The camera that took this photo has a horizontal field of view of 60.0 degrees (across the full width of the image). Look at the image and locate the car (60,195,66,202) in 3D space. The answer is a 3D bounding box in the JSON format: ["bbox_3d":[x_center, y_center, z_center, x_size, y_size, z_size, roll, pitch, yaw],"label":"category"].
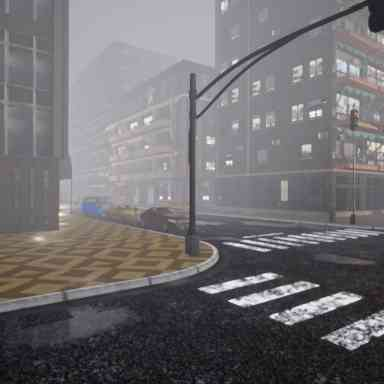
[{"bbox_3d":[-27.873,1.360,70.745,1.967,1.590,4.097,0,0,-36],"label":"car"}]

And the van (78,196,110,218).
[{"bbox_3d":[-8.263,1.265,29.049,1.690,1.788,3.998,0,0,-36],"label":"van"}]

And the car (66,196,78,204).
[{"bbox_3d":[-21.368,1.447,61.681,1.752,1.417,4.829,0,0,-36],"label":"car"}]

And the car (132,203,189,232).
[{"bbox_3d":[-1.659,1.525,19.846,1.802,1.307,4.206,0,0,-36],"label":"car"}]

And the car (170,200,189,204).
[{"bbox_3d":[-1.555,1.487,34.073,1.752,1.417,4.829,0,0,-36],"label":"car"}]

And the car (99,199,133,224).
[{"bbox_3d":[-4.861,1.458,24.309,1.752,1.417,4.829,0,0,-36],"label":"car"}]
